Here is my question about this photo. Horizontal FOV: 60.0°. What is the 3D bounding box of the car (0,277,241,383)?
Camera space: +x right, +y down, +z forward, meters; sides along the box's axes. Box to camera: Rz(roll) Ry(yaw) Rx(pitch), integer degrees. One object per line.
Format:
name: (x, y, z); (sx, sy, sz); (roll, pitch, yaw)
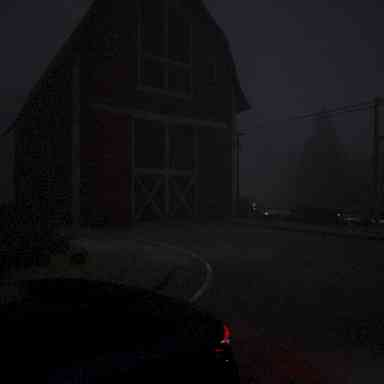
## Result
car: (-1.580, 1.564, 2.863); (4.181, 1.385, 1.994); (0, 0, -35)

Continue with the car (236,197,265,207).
car: (6.191, 1.379, 37.662); (2.097, 1.767, 4.553); (0, 0, -34)

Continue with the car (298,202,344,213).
car: (11.296, 1.628, 30.221); (1.895, 1.301, 4.718); (0, 0, -34)
